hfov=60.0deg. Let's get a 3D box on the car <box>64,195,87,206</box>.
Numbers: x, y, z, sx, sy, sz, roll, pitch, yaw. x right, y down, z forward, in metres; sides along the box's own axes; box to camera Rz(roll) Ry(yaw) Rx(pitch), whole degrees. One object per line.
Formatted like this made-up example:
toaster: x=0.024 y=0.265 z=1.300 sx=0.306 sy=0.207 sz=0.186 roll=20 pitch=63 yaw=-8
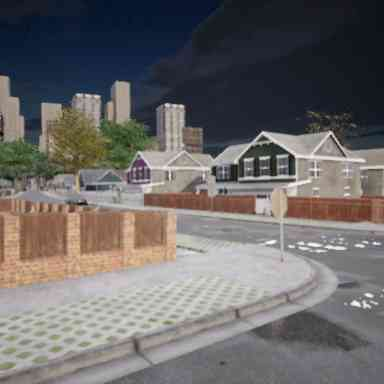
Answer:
car: x=-15.070 y=1.058 z=42.977 sx=1.994 sy=1.385 sz=4.181 roll=-2 pitch=2 yaw=-35
